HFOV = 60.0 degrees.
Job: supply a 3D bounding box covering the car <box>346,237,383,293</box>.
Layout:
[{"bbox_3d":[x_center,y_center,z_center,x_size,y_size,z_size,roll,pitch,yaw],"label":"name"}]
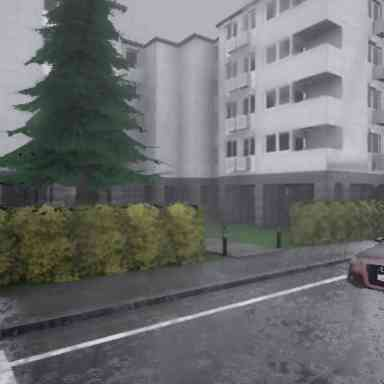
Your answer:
[{"bbox_3d":[5.579,1.599,7.973,4.181,1.385,1.994,0,0,-35],"label":"car"}]
